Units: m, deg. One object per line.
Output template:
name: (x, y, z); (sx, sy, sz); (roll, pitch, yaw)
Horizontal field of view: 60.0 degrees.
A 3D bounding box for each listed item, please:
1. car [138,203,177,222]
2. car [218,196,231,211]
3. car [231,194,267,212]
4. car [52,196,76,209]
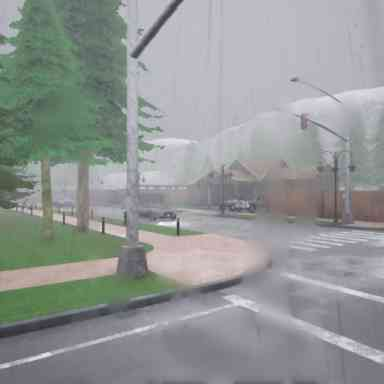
car: (-2.944, 1.551, 26.325); (1.994, 1.385, 4.181); (0, 0, -37)
car: (4.864, 1.164, 36.844); (3.866, 1.878, 1.905); (0, 0, -37)
car: (6.682, 1.162, 35.064); (4.605, 1.855, 1.932); (0, 0, -37)
car: (-17.756, 1.338, 45.865); (2.097, 1.767, 4.553); (0, 0, -40)
